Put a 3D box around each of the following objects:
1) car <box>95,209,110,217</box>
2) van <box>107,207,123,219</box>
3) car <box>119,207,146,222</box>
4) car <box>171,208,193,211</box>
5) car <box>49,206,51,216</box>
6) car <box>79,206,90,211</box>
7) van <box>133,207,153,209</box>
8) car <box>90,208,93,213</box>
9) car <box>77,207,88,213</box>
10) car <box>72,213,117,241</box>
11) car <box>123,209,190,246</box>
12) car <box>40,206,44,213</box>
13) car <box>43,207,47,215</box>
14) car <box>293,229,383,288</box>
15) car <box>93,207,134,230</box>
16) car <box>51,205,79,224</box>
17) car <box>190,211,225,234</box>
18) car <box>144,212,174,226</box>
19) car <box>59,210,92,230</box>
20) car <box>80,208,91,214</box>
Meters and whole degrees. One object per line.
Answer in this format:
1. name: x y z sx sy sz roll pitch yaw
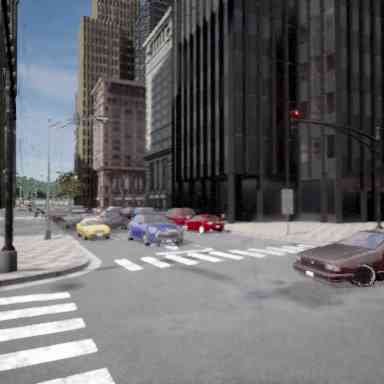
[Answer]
1. car: -16.821 3.850 62.401 1.802 1.307 4.206 0 -2 -26
2. van: -12.530 3.289 53.757 1.690 1.788 3.998 0 -2 -26
3. car: -8.053 2.923 44.627 2.192 1.841 5.009 0 -2 -26
4. car: -1.338 2.411 30.931 2.192 1.841 5.009 0 -2 -26
5. car: -19.685 3.270 48.905 1.967 1.590 4.097 0 -2 -26
6. car: -17.490 3.103 50.710 2.150 2.045 5.566 1 -2 -26
7. van: -5.815 2.779 40.061 1.690 1.788 3.998 0 -2 -26
8. car: -23.705 4.350 76.399 1.947 1.339 4.313 0 -2 -26
9. car: -28.294 4.673 85.733 2.008 1.369 4.403 0 -2 -26
10. car: -6.679 2.367 22.456 1.752 1.417 4.829 0 -2 -26
11. car: -2.219 2.063 19.516 2.097 1.767 4.553 1 -2 -27
12. car: -33.343 4.398 76.680 1.887 1.381 4.507 0 -2 -26
13. car: -26.229 3.763 62.212 1.967 1.590 4.097 0 -2 -26
14. car: 5.748 1.835 9.845 5.357 1.411 2.033 0 -1 -17
15. car: -6.922 2.421 29.020 2.097 1.767 4.553 1 -2 -26
16. car: -15.378 2.818 40.144 2.192 1.841 5.009 0 -2 -26
17. car: 0.905 2.470 26.359 1.887 1.381 4.507 0 -2 -26
18. car: -3.572 2.849 35.488 1.802 1.307 4.206 0 -2 -26
19. car: -11.063 2.727 31.373 2.008 1.369 4.403 0 -2 -26
20. car: -26.000 4.520 81.067 1.947 1.339 4.313 0 -2 -26
